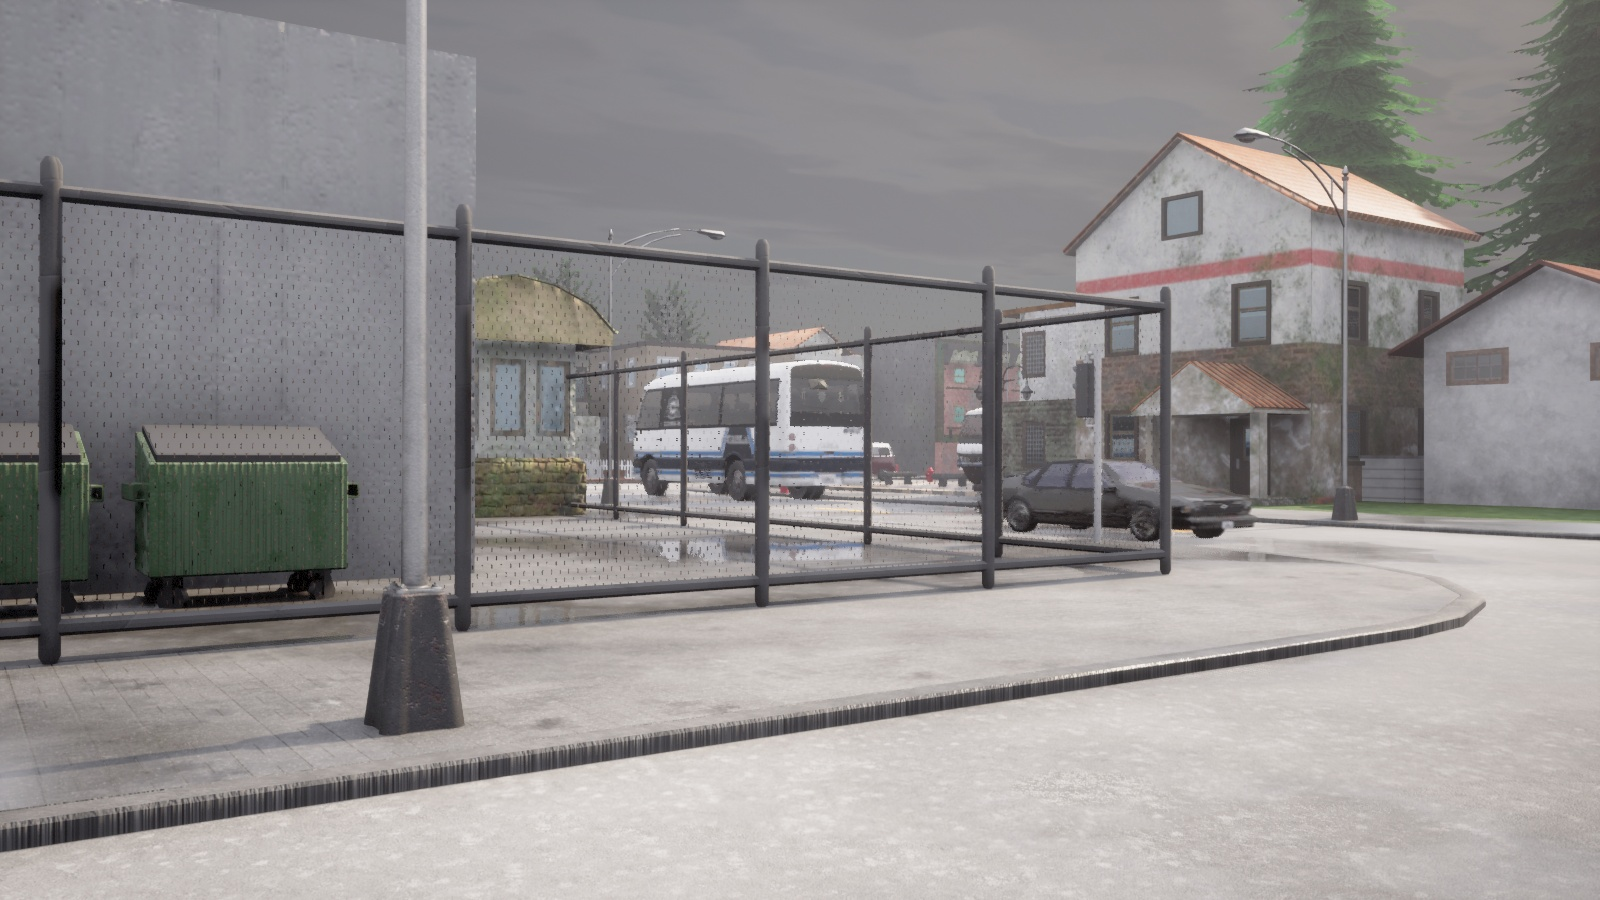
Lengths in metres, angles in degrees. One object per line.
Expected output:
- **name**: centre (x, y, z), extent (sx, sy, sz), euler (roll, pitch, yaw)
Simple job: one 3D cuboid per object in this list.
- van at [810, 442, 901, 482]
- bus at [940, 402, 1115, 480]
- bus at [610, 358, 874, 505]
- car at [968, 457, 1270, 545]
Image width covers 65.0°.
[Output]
- **van**: centre (2.929, 0.624, 66.090), extent (4.480, 2.038, 2.069), euler (0, 0, -35)
- **bus**: centre (13.354, -0.481, 73.223), extent (10.273, 4.253, 3.944), euler (0, 0, -35)
- **bus**: centre (-2.255, -0.525, 41.664), extent (3.944, 4.253, 10.273), euler (0, 0, -34)
- **car**: centre (5.662, 0.837, 23.045), extent (2.033, 1.411, 5.357), euler (0, 0, -34)
